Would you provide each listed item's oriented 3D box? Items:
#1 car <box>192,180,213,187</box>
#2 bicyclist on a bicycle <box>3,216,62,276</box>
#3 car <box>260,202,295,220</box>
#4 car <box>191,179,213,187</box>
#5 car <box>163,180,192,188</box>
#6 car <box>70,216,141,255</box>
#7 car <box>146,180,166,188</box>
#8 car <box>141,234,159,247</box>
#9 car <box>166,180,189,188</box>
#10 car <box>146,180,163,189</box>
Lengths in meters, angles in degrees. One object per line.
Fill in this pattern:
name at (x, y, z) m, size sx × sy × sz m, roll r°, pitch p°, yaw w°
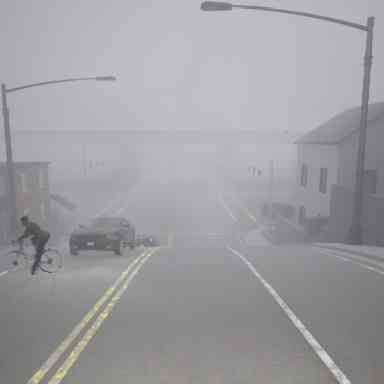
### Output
car at (2.193, -1.811, 73.199) m, size 4.974 × 1.542 × 2.038 m, roll 4°, pitch 9°, yaw 28°
bicyclist on a bicycle at (-4.417, 1.480, 9.179) m, size 1.656 × 1.620 × 0.582 m, roll -2°, pitch 1°, yaw 1°
car at (11.661, 2.378, 42.812) m, size 5.566 × 2.045 × 2.150 m, roll 0°, pitch 8°, yaw 1°
car at (2.147, -1.971, 73.201) m, size 4.536 × 1.218 × 1.853 m, roll 4°, pitch 9°, yaw 28°
car at (-3.173, -1.693, 72.414) m, size 4.974 × 1.542 × 2.038 m, roll -6°, pitch 10°, yaw -36°
car at (-3.645, 1.802, 14.378) m, size 1.882 × 1.535 × 5.008 m, roll 0°, pitch -5°, yaw -1°
car at (-7.819, -1.849, 72.413) m, size 4.536 × 1.218 × 1.853 m, roll 8°, pitch 11°, yaw 43°
car at (-3.787, 4.054, 26.774) m, size 1.895 × 1.301 × 4.718 m, roll 0°, pitch -11°, yaw -1°
car at (-3.131, -1.854, 72.422) m, size 4.536 × 1.218 × 1.853 m, roll -6°, pitch 10°, yaw -36°
car at (-7.781, -1.688, 72.401) m, size 4.974 × 1.542 × 2.038 m, roll 8°, pitch 11°, yaw 43°
